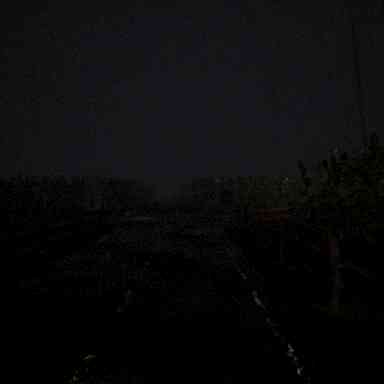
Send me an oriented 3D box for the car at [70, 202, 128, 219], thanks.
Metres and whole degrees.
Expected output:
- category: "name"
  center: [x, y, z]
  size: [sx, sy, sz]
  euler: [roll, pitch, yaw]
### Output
- category: "car"
  center: [-7.947, 1.609, 28.622]
  size: [4.892, 1.490, 1.837]
  euler: [0, 0, 0]
